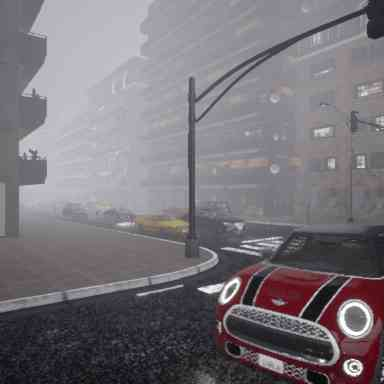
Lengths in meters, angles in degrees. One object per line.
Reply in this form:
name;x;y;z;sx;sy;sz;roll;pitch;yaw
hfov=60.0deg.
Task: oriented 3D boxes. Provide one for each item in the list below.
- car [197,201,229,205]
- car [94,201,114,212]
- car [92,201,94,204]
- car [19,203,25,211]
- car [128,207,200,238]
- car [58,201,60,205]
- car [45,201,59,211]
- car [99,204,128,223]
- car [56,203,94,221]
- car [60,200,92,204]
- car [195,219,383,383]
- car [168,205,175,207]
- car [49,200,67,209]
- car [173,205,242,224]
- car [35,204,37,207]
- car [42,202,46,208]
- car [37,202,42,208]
car;1.444;1.713;29.638;2.192;1.841;5.009;-1;0;-36
car;-12.437;2.290;49.550;1.801;1.575;5.366;0;-1;-36
car;-16.462;2.307;55.009;2.097;1.767;4.553;0;-1;-36
car;-31.946;2.770;61.287;1.887;1.381;4.507;-1;0;-36
car;-1.823;1.833;19.956;1.752;1.417;4.829;-1;0;-36
car;-19.603;2.530;54.206;2.033;1.411;5.357;0;-1;-36
car;-25.285;2.755;62.001;1.895;1.301;4.718;0;-1;-36
car;-6.806;2.084;31.223;1.994;1.385;4.181;0;-1;-36
car;-11.930;2.163;33.825;1.887;1.381;4.507;-1;0;-36
car;-14.760;2.116;42.174;2.097;1.767;4.553;0;-1;-36
car;2.341;1.370;5.474;2.097;1.767;4.553;0;-1;40
car;-1.885;2.045;34.214;1.887;1.381;4.507;-1;0;-36
car;-28.577;2.623;70.829;2.192;1.841;5.009;-1;0;-36
car;1.207;1.764;20.208;2.128;1.511;4.902;0;-1;-36
car;-38.573;3.168;84.563;1.947;1.339;4.313;-1;0;-36
car;-31.906;2.973;75.405;1.947;1.339;4.313;-1;0;-36
car;-35.243;3.049;79.983;1.887;1.381;4.507;-1;0;-36
